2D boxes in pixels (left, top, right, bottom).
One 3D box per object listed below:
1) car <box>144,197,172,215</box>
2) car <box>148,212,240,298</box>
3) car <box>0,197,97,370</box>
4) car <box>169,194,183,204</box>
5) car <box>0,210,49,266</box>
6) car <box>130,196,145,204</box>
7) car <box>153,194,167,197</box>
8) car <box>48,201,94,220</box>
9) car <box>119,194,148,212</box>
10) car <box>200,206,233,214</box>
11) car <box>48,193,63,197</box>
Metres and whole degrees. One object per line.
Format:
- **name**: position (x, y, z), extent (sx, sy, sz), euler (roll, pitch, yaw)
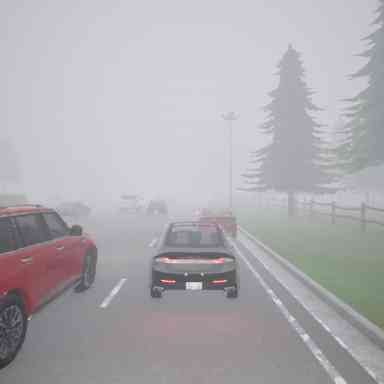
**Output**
- **car**: position (-3.377, 1.505, 33.532), extent (1.837, 1.490, 4.892), euler (0, 0, 0)
- **car**: position (0.058, 1.492, 8.469), extent (2.128, 1.511, 4.902), euler (0, 0, 0)
- **car**: position (-3.395, 1.221, 5.826), extent (2.150, 2.045, 5.566), euler (0, 0, 0)
- **car**: position (-3.353, 1.477, 65.117), extent (1.882, 1.535, 5.008), euler (0, 0, 0)
- **car**: position (-6.891, 1.491, 11.109), extent (2.128, 1.511, 4.902), euler (0, 0, 0)
- **car**: position (-10.354, 1.547, 63.417), extent (2.033, 1.411, 5.357), euler (0, 0, 0)
- **car**: position (-6.927, 1.354, 75.900), extent (2.097, 1.767, 4.553), euler (0, 0, 0)
- **car**: position (-10.379, 1.547, 29.033), extent (2.033, 1.411, 5.357), euler (0, 0, 0)
- **car**: position (-6.871, 1.221, 38.400), extent (2.150, 2.045, 5.566), euler (0, 0, 0)
- **car**: position (1.238, 1.478, 17.810), extent (1.882, 1.535, 5.008), euler (0, 0, 0)
- **car**: position (-29.186, 1.225, 70.783), extent (2.150, 2.045, 5.566), euler (0, 0, -38)
